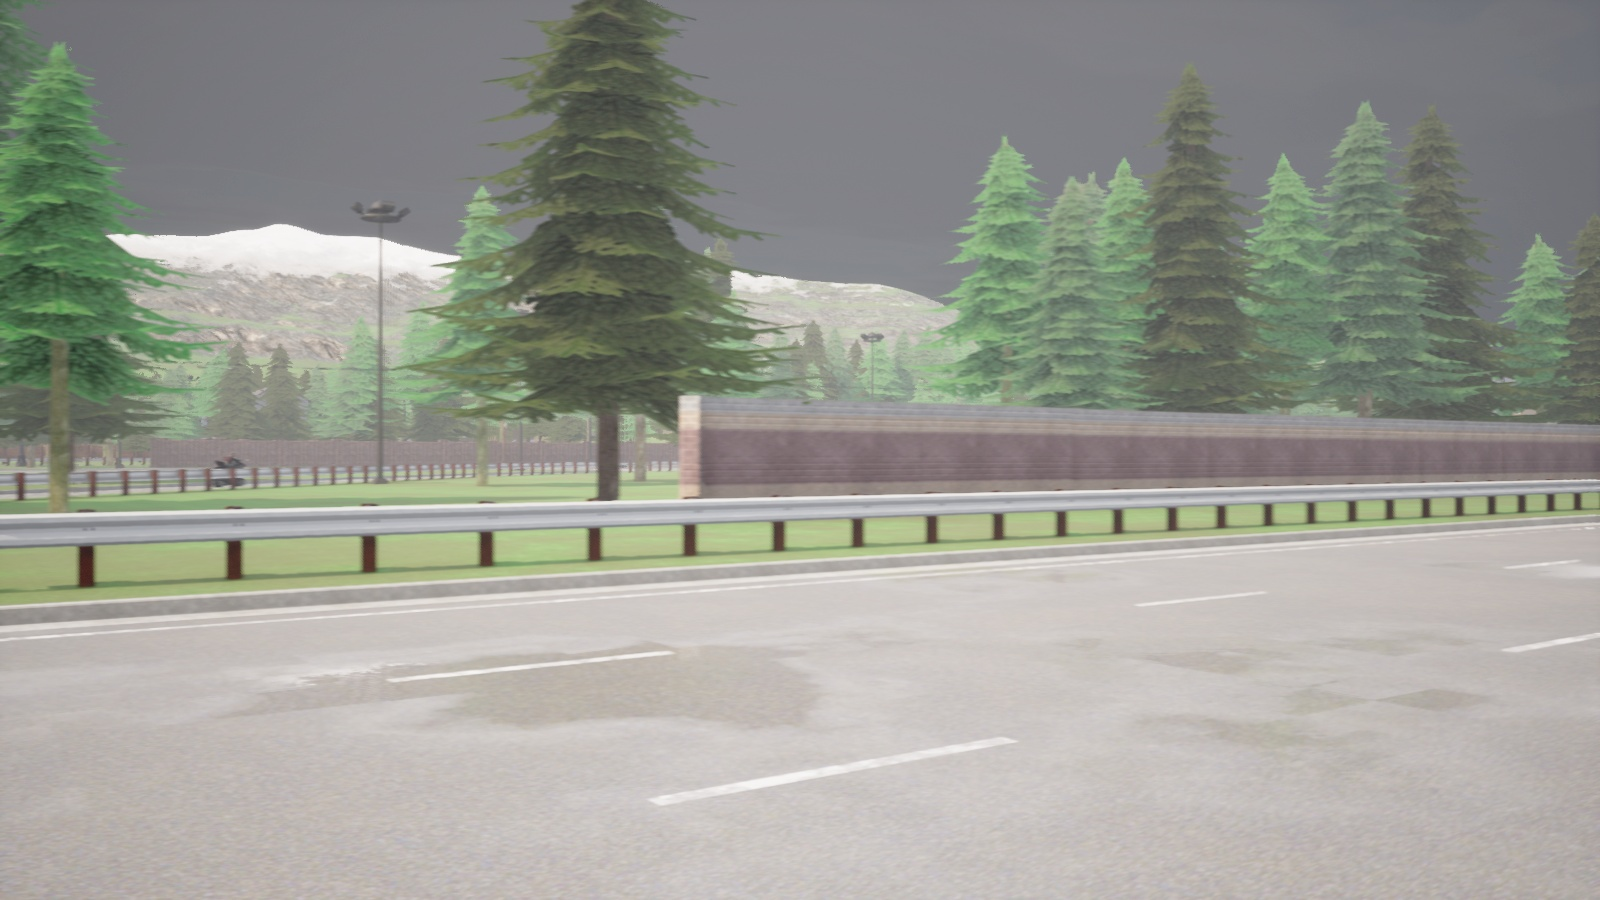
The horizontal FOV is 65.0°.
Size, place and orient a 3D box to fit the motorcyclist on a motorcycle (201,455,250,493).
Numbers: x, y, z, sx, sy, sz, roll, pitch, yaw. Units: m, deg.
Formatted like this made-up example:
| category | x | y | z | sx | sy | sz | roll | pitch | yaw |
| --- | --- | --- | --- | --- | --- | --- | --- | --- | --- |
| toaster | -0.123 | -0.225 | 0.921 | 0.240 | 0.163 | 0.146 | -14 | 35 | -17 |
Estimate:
| category | x | y | z | sx | sy | sz | roll | pitch | yaw |
| --- | --- | --- | --- | --- | --- | --- | --- | --- | --- |
| motorcyclist on a motorcycle | -23.750 | 0.958 | 51.937 | 0.866 | 1.530 | 2.191 | 0 | 0 | 6 |
